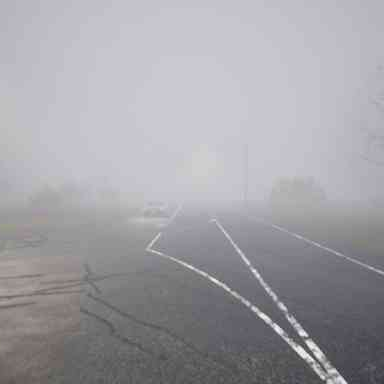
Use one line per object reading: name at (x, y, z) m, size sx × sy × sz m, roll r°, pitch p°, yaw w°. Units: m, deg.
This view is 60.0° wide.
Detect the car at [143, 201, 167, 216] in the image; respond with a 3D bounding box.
car at (-3.434, 1.543, 31.569) m, size 1.895 × 1.301 × 4.718 m, roll 0°, pitch 0°, yaw 0°
